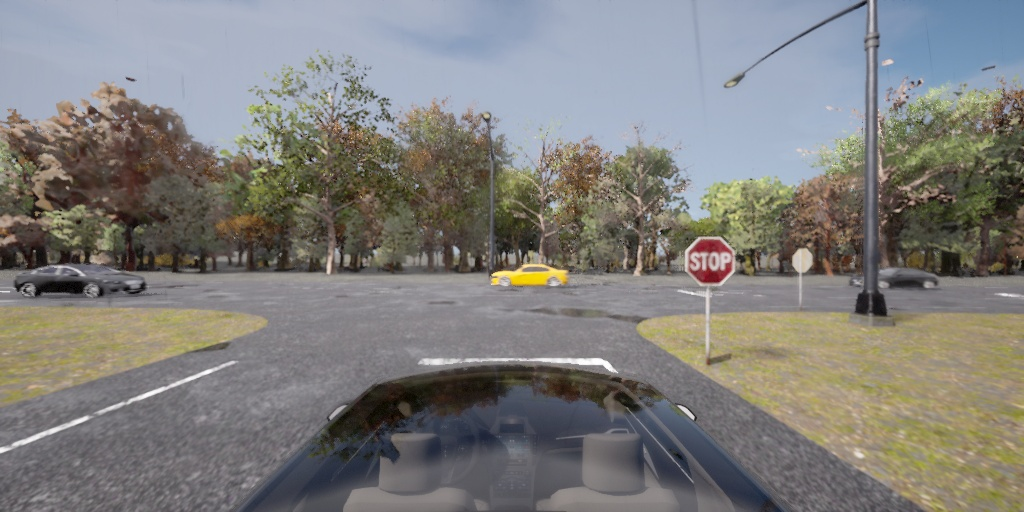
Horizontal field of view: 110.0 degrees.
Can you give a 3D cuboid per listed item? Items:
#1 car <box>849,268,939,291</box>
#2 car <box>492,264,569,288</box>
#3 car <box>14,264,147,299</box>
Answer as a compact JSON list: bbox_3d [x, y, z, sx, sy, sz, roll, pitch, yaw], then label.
[{"bbox_3d":[24.840,1.500,23.347,4.674,1.442,1.812,-1,0,0],"label":"car"},{"bbox_3d":[1.194,1.298,23.492,5.008,1.535,1.882,0,0,0],"label":"car"},{"bbox_3d":[-19.985,1.147,16.733,4.902,1.511,2.128,0,0,1],"label":"car"}]
